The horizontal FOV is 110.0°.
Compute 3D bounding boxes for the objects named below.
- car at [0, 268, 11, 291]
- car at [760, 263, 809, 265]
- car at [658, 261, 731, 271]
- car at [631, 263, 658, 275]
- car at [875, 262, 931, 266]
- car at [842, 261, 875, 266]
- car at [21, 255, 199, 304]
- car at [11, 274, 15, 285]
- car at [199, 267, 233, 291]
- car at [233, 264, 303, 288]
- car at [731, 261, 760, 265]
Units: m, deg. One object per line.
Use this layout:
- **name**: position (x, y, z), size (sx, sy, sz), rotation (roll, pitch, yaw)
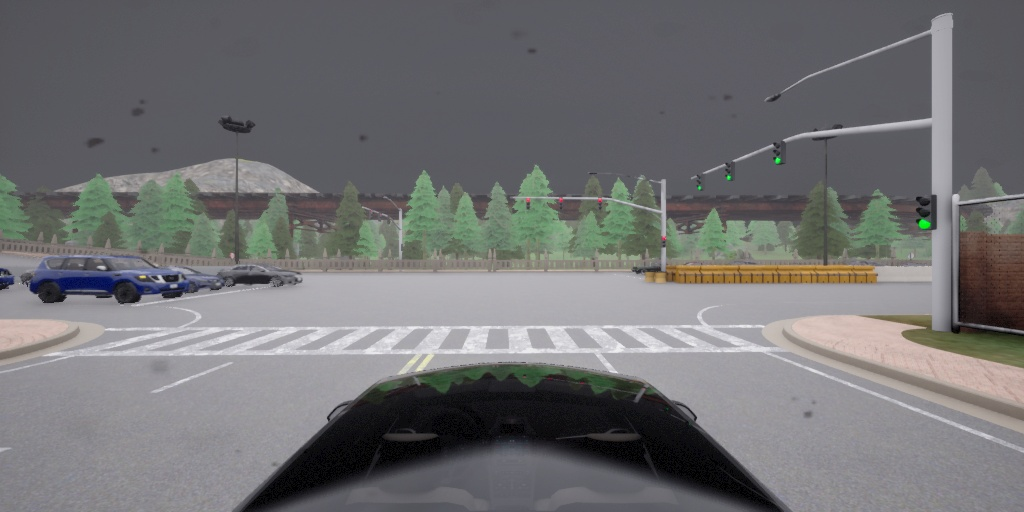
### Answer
- **car**: position (-30.492, 0.918, 19.143), size (5.566, 2.045, 2.150), rotation (1, 0, -2)
- **car**: position (24.874, 1.314, 31.575), size (4.181, 1.385, 1.994), rotation (0, 0, -2)
- **car**: position (15.876, 1.228, 31.294), size (5.008, 1.535, 1.882), rotation (0, 0, -2)
- **car**: position (15.291, 1.351, 38.278), size (4.718, 1.301, 1.895), rotation (0, 0, -2)
- **car**: position (35.571, 1.312, 31.903), size (4.181, 1.385, 1.994), rotation (0, 0, -2)
- **car**: position (37.724, 1.241, 38.974), size (4.902, 1.511, 2.128), rotation (0, 0, -2)
- **car**: position (-17.630, 0.972, 15.852), size (5.566, 2.045, 2.150), rotation (0, 0, 2)
- **car**: position (-27.805, 1.237, 22.729), size (4.892, 1.490, 1.837), rotation (0, 0, -2)
- **car**: position (-18.390, 1.274, 19.514), size (4.674, 1.442, 1.812), rotation (0, 0, -2)
- **car**: position (-16.184, 1.240, 23.087), size (4.902, 1.511, 2.128), rotation (0, 0, -2)
- **car**: position (24.544, 1.241, 38.568), size (4.902, 1.511, 2.128), rotation (0, 0, -2)
